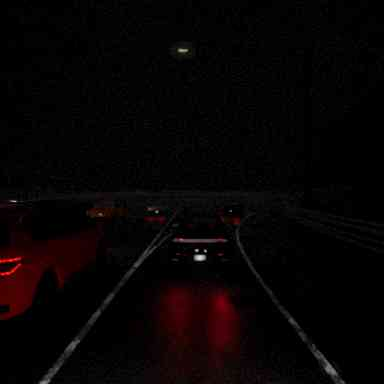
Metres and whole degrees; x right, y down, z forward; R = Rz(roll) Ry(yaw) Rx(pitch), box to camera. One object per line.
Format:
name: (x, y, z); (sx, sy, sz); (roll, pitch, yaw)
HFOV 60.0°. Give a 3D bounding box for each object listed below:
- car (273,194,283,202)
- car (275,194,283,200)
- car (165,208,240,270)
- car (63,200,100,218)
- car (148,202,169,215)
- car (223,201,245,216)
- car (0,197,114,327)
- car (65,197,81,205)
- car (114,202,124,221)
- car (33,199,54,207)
car: (20.405, 1.616, 79.702); (1.882, 1.535, 5.008); (-1, 1, 17)
car: (23.475, 1.382, 89.738); (2.128, 1.511, 4.902); (-1, 1, 16)
car: (0.319, 1.513, 11.158); (2.128, 1.511, 4.902); (0, 0, 3)
car: (-10.410, 1.590, 31.751); (1.837, 1.490, 4.892); (0, 0, 0)
car: (-3.511, 1.708, 35.537); (1.895, 1.301, 4.718); (0, 0, 0)
car: (4.302, 1.639, 33.822); (1.812, 1.442, 4.674); (-1, -1, 16)
car: (-3.502, 1.239, 7.196); (2.150, 2.045, 5.566); (0, 0, 0)
car: (-28.025, 2.099, 78.686); (2.097, 1.767, 4.553); (0, -1, 0)
car: (-6.908, 1.544, 27.565); (1.882, 1.535, 5.008); (0, 0, 0)
car: (-28.020, 2.030, 62.828); (1.895, 1.301, 4.718); (0, -1, 0)
